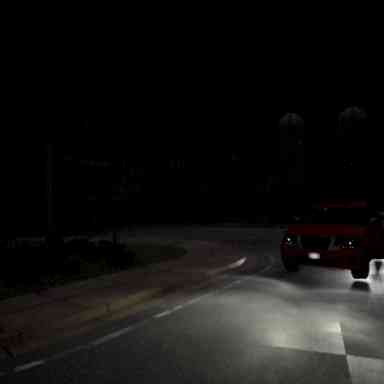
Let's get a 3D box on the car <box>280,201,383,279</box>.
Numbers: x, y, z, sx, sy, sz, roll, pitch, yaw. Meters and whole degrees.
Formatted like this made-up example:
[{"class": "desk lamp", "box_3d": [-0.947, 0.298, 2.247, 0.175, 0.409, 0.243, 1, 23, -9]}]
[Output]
[{"class": "car", "box_3d": [4.831, 1.335, 10.904, 2.150, 2.045, 5.566, -2, -2, 37]}]
